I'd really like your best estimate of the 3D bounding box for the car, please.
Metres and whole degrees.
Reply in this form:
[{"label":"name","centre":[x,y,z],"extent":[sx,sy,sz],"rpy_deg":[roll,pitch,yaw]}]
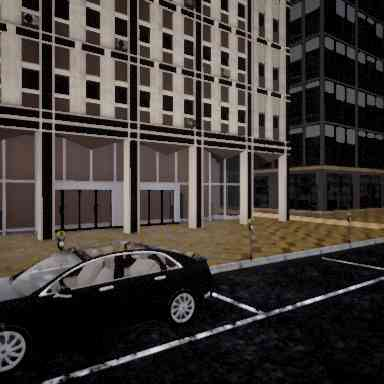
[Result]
[{"label":"car","centre":[-1.633,1.547,5.398],"extent":[4.403,1.369,2.008],"rpy_deg":[0,0,-36]}]
